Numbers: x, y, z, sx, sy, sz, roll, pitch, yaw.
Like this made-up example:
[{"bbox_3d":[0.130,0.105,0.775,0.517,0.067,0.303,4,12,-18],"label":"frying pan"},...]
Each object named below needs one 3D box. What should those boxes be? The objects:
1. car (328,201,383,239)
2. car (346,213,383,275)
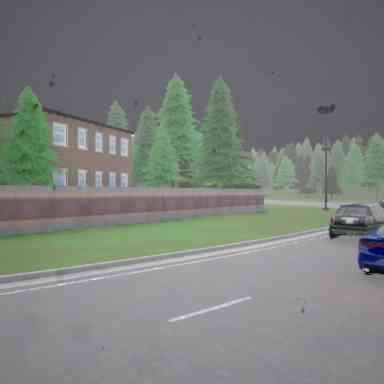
[{"bbox_3d":[8.525,1.351,16.321,2.097,1.767,4.553,0,0,45],"label":"car"},{"bbox_3d":[6.488,1.477,9.440,5.008,1.535,1.882,-1,0,-42],"label":"car"}]
